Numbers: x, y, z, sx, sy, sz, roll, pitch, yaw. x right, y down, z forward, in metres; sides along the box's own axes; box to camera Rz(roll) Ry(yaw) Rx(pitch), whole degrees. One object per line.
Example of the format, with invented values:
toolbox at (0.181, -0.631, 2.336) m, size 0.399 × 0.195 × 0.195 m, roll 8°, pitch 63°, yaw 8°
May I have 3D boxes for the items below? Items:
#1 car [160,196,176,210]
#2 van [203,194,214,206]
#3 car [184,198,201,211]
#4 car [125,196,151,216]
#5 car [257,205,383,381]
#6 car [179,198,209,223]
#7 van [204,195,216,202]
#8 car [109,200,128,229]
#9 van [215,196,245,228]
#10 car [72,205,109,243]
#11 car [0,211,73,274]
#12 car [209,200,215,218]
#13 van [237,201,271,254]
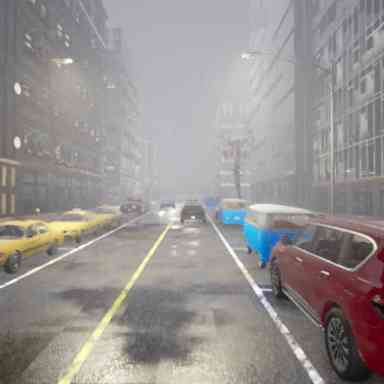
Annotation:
car at (-3.116, 1.595, 43.328) m, size 1.895 × 1.301 × 4.718 m, roll 0°, pitch 0°, yaw 0°
van at (2.675, 1.335, 54.939) m, size 1.690 × 1.788 × 3.998 m, roll 1°, pitch 0°, yaw 0°
car at (0.074, 1.542, 42.801) m, size 2.033 × 1.411 × 5.357 m, roll 0°, pitch 0°, yaw 0°
car at (-5.691, 1.311, 32.884) m, size 2.192 × 1.841 × 5.009 m, roll 1°, pitch 0°, yaw 0°
car at (2.705, 1.315, 5.367) m, size 2.192 × 1.841 × 5.009 m, roll 1°, pitch 0°, yaw 0°
car at (0.084, 1.503, 25.710) m, size 1.837 × 1.490 × 4.892 m, roll 0°, pitch 0°, yaw 0°
van at (2.682, 1.336, 43.922) m, size 1.690 × 1.788 × 3.998 m, roll 1°, pitch 0°, yaw 0°
car at (-5.688, 1.522, 21.691) m, size 1.752 × 1.417 × 4.829 m, roll 1°, pitch 0°, yaw 0°
van at (2.695, 1.339, 21.891) m, size 1.690 × 1.788 × 3.998 m, roll 1°, pitch 0°, yaw 0°
car at (-5.685, 1.523, 16.181) m, size 1.752 × 1.417 × 4.829 m, roll 1°, pitch 0°, yaw 0°
car at (-5.682, 1.524, 10.668) m, size 1.752 × 1.417 × 4.829 m, roll 1°, pitch 0°, yaw 0°
car at (2.687, 1.579, 27.398) m, size 1.802 × 1.307 × 4.206 m, roll 1°, pitch 0°, yaw 0°
van at (2.701, 1.340, 10.875) m, size 1.690 × 1.788 × 3.998 m, roll 1°, pitch 0°, yaw 0°
